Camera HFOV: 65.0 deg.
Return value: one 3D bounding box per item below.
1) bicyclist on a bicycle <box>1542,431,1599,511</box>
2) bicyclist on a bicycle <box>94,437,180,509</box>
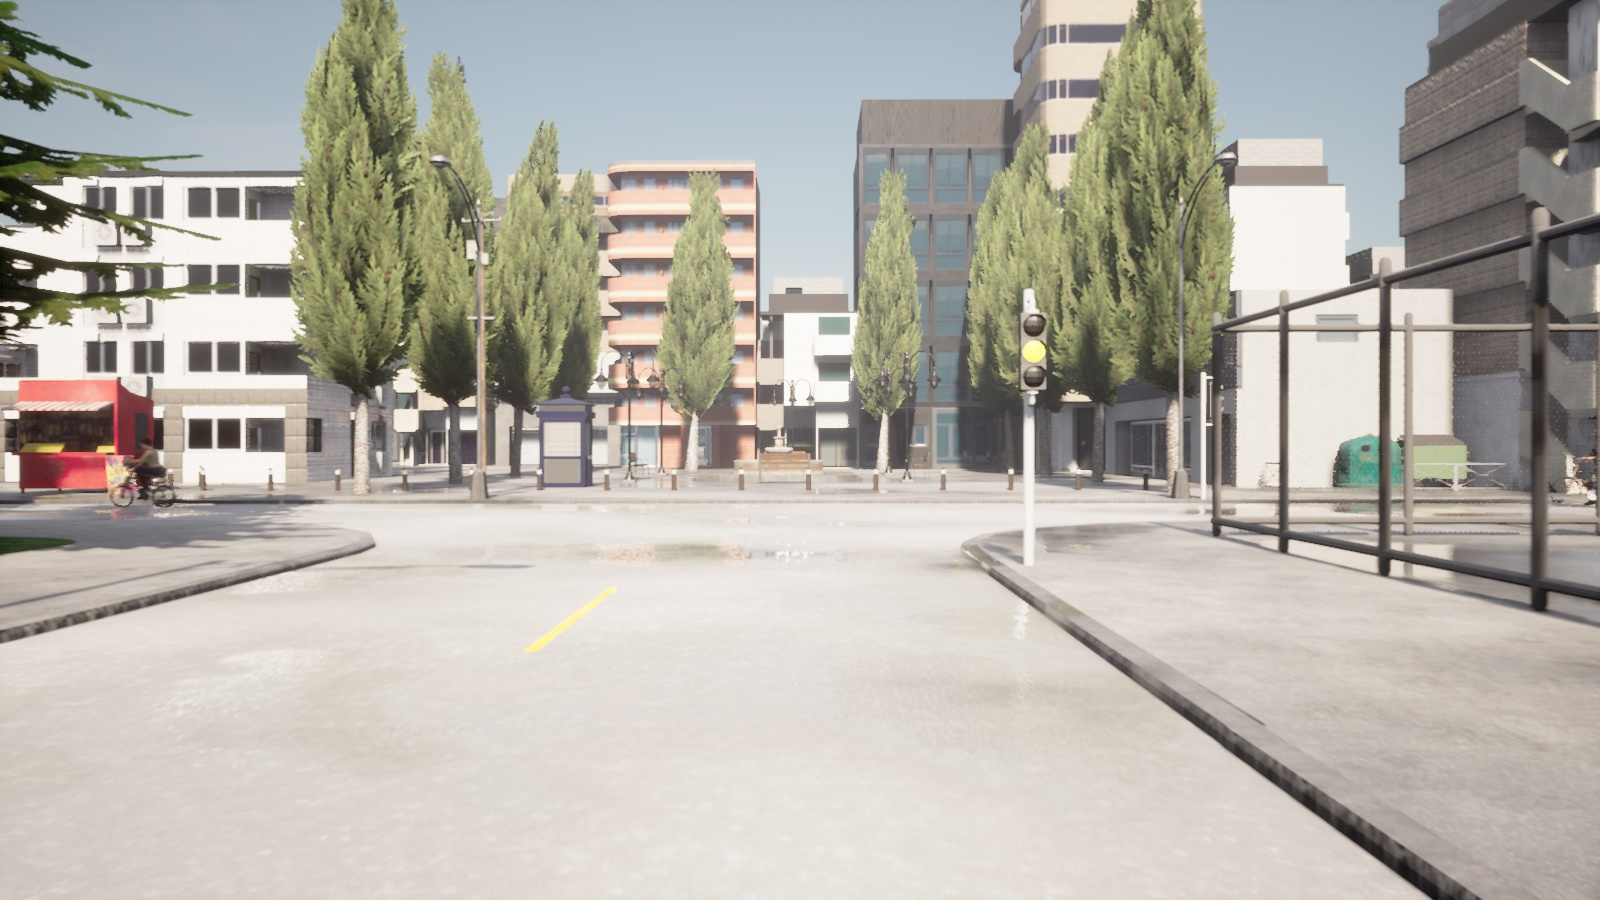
[{"bbox_3d":[17.992,0.471,28.535,1.843,1.776,0.659,0,0,0],"label":"bicyclist on a bicycle"},{"bbox_3d":[-15.130,0.509,28.682,1.509,1.612,0.866,0,0,0],"label":"bicyclist on a bicycle"}]
